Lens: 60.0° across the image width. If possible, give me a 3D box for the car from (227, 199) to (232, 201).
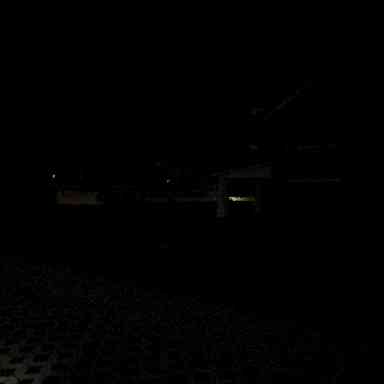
[{"bbox_3d":[4.381,1.679,45.180,2.033,1.411,5.357,0,0,36],"label":"car"}]
